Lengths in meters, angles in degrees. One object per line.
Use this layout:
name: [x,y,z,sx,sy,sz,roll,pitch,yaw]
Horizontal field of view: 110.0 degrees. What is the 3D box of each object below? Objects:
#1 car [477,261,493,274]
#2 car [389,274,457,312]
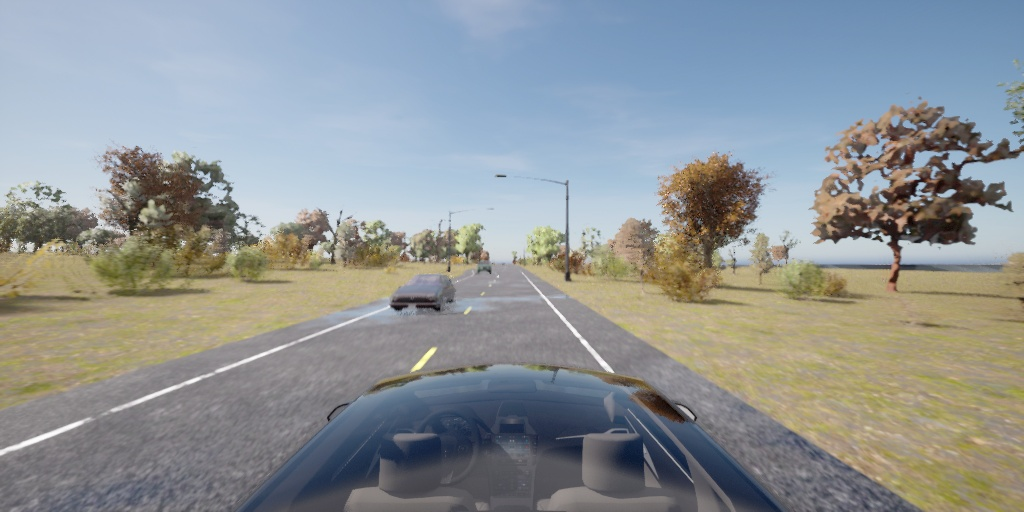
car: [-4.233,1.725,55.170,2.150,2.045,5.566,0,-1,-5]
car: [-3.599,1.487,15.560,2.033,1.411,5.357,0,-1,0]
